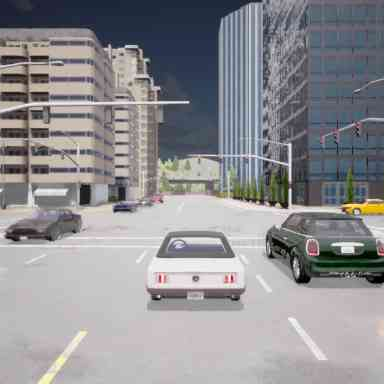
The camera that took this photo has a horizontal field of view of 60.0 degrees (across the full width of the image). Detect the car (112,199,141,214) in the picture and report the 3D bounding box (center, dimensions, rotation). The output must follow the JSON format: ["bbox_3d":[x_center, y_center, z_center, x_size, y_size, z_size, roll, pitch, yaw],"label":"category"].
[{"bbox_3d":[-7.057,1.573,35.329,1.895,1.301,4.718,0,-1,0],"label":"car"}]

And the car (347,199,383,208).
[{"bbox_3d":[16.858,1.422,31.656,5.008,1.535,1.882,0,0,1],"label":"car"}]

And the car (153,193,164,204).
[{"bbox_3d":[-6.931,1.216,66.321,2.150,2.045,5.566,0,1,1],"label":"car"}]

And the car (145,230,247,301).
[{"bbox_3d":[0.086,1.601,8.287,1.895,1.301,4.718,0,0,0],"label":"car"}]

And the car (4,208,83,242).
[{"bbox_3d":[-7.082,1.543,16.650,2.033,1.411,5.357,0,0,0],"label":"car"}]

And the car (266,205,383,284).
[{"bbox_3d":[3.594,1.352,9.777,2.097,1.767,4.553,0,0,0],"label":"car"}]

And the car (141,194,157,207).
[{"bbox_3d":[-7.030,1.491,50.934,2.128,1.511,4.902,0,0,0],"label":"car"}]
